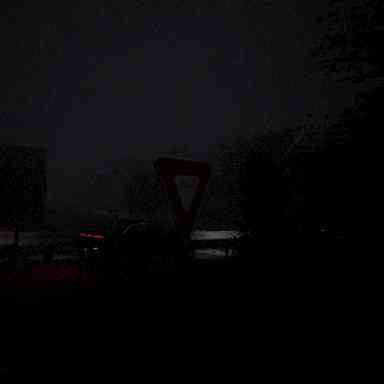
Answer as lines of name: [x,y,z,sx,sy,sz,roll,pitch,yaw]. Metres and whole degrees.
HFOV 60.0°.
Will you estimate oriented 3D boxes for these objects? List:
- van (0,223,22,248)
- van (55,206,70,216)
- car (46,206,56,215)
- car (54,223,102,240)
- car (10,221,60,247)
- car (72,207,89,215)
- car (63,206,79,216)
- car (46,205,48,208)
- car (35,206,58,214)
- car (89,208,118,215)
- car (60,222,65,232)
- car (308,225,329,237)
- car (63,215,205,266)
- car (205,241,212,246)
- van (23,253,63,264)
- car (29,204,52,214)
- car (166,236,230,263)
van: [-18.393,4.199,30.563,4.442,1.987,1.878,0,0,17]
van: [-24.912,3.841,67.495,1.878,1.987,4.442,1,1,19]
car: [-27.214,4.027,69.496,2.097,1.535,5.008,1,1,19]
car: [-12.876,4.453,37.604,4.792,1.488,2.163,0,0,17]
car: [-16.460,4.173,32.885,5.566,2.045,2.435,0,0,17]
car: [-20.133,4.136,64.030,1.946,1.575,5.366,0,1,19]
car: [-22.542,4.144,65.729,2.002,1.452,4.674,0,1,19]
car: [-29.578,3.863,71.345,2.185,1.767,4.553,0,1,19]
car: [-31.902,3.991,73.259,2.002,1.452,4.674,0,1,19]
car: [-15.497,3.968,60.068,2.435,2.045,5.566,1,1,19]
car: [-14.666,4.173,35.238,5.566,2.045,2.435,0,0,17]
car: [11.643,3.596,30.857,1.812,1.442,4.674,1,-4,30]
car: [-1.966,1.831,12.745,2.128,1.511,4.902,1,-4,40]
car: [-1.286,4.395,24.836,5.566,2.045,2.435,2,1,17]
van: [-6.694,4.423,17.590,4.442,1.987,1.878,2,1,17]
car: [-34.223,3.787,75.170,2.185,1.767,4.553,1,1,19]
car: [0.538,4.675,27.247,4.792,1.488,2.163,2,1,17]
